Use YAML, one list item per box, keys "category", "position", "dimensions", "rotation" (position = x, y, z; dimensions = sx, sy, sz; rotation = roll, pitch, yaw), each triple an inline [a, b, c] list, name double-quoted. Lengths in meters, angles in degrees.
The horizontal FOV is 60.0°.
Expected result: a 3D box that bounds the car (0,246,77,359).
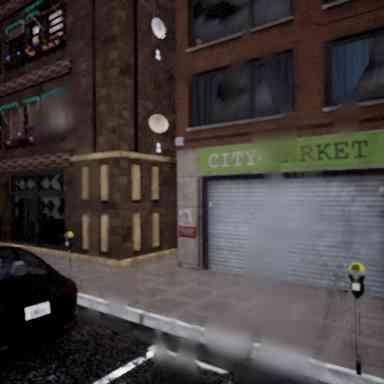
- category: "car"
  position: [-3.687, 1.575, 5.513]
  dimensions: [4.313, 1.339, 1.947]
  rotation: [0, -1, 36]
